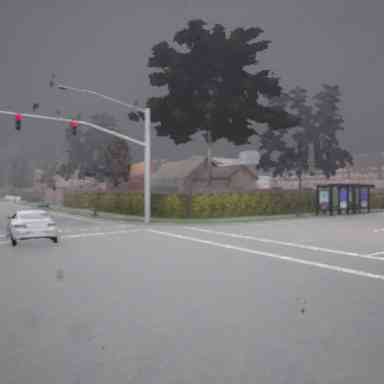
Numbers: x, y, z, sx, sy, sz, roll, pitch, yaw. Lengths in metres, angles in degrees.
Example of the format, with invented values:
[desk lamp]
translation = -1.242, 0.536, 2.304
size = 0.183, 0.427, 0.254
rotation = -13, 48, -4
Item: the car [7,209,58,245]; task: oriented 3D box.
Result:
[car]
translation = -7.488, 1.524, 15.526
size = 1.812, 1.442, 4.674
rotation = 0, 0, -31
